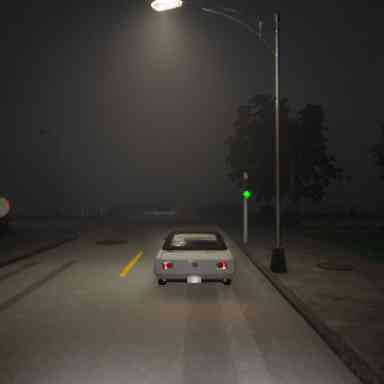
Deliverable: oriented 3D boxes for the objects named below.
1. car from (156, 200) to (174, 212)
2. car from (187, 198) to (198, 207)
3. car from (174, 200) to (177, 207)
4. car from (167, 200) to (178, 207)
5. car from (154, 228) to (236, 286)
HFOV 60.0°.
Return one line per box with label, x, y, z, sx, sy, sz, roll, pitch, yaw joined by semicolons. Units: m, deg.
car;-4.096;2.061;48.539;1.837;1.490;4.892;0;-1;0
car;0.099;2.133;68.182;2.097;1.767;4.553;0;-1;0
car;-4.072;2.214;58.236;2.033;1.411;5.357;0;-1;0
car;-4.000;2.331;68.576;2.033;1.411;5.357;0;-1;0
car;0.074;1.714;9.739;1.895;1.301;4.718;0;-1;0
